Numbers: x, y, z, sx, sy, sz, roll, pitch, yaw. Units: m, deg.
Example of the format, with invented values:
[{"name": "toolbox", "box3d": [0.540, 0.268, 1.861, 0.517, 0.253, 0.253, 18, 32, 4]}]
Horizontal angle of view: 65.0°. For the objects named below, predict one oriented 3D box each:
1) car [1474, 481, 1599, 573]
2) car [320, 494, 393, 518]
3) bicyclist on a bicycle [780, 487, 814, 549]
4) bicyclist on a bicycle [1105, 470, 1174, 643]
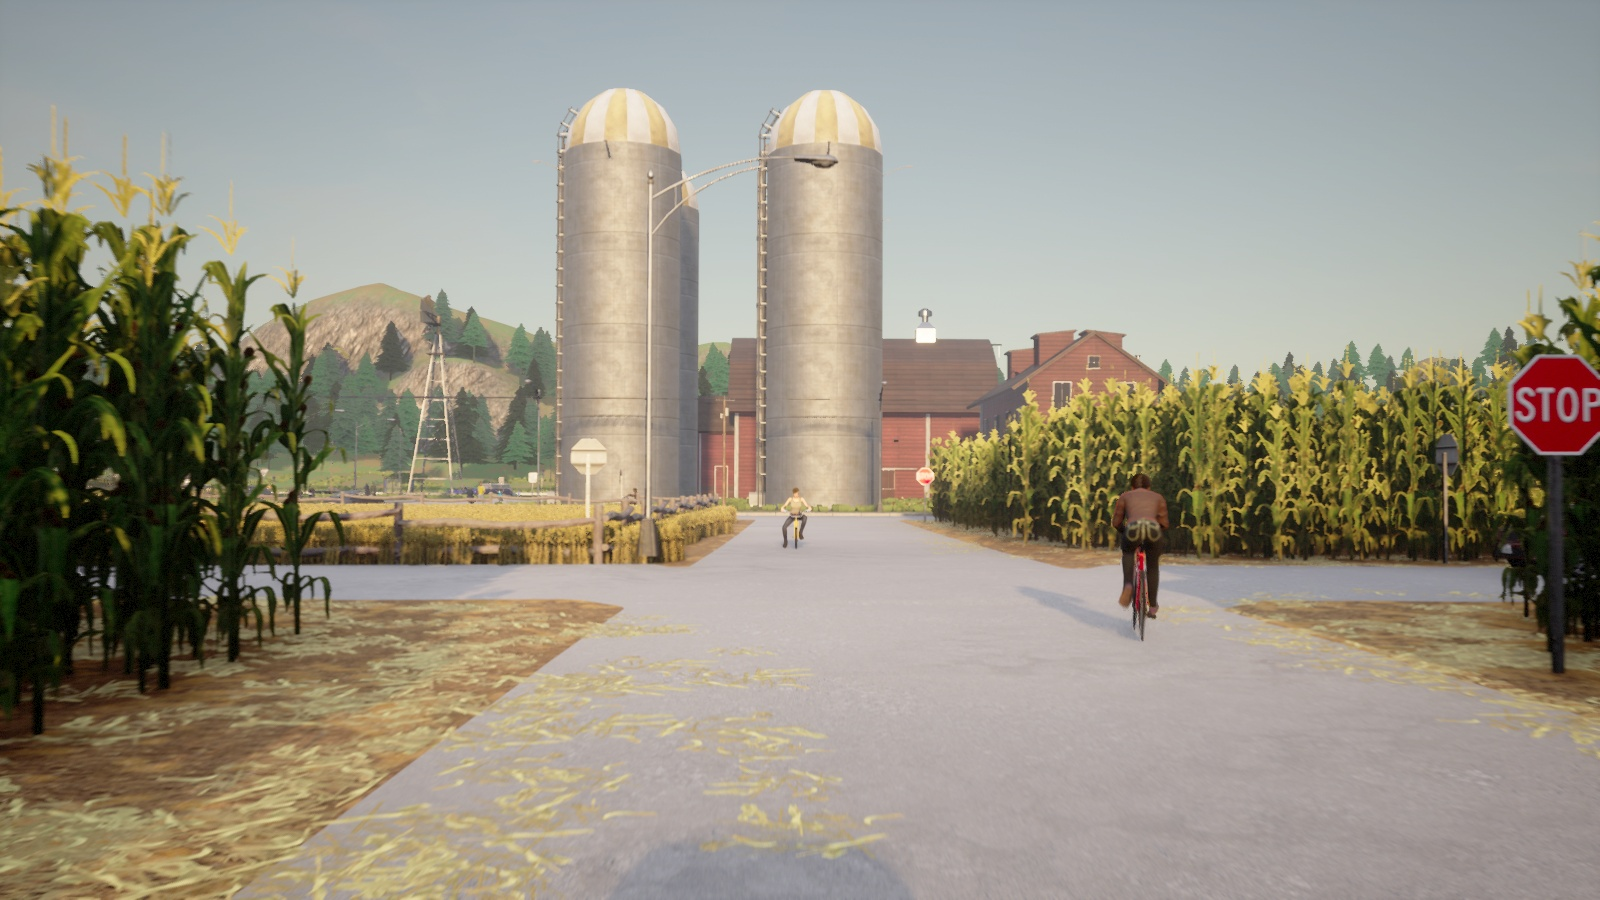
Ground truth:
[{"name": "car", "box3d": [13.969, 1.267, 21.178, 4.193, 1.474, 1.816, 0, -2, 0]}, {"name": "car", "box3d": [-26.260, 3.293, 74.493, 1.994, 1.385, 4.181, -1, -2, 16]}, {"name": "bicyclist on a bicycle", "box3d": [-0.091, 1.790, 33.296, 0.866, 1.612, 1.509, 0, -2, -1]}, {"name": "bicyclist on a bicycle", "box3d": [3.425, 1.033, 12.752, 0.582, 1.620, 1.656, 1, -2, 13]}]
